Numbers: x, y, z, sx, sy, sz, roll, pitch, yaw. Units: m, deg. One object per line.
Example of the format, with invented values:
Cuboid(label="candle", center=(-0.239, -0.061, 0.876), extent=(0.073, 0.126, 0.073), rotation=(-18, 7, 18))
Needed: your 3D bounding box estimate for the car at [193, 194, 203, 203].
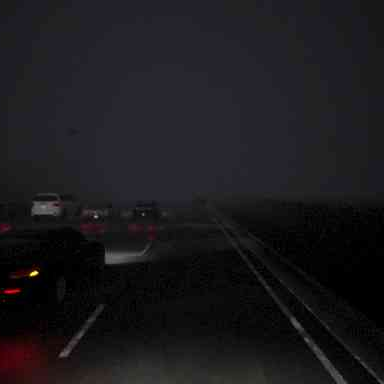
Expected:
Cuboid(label="car", center=(1.061, 1.202, 63.980), extent=(1.837, 1.490, 4.892), rotation=(0, 0, 0))

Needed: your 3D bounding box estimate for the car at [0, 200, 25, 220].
Cuboid(label="car", center=(-13.895, 1.366, 26.345), extent=(2.128, 1.511, 4.902), rotation=(0, 0, 0))

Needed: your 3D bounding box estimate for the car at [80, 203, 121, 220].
Cuboid(label="car", center=(-6.894, 1.477, 26.093), extent=(1.895, 1.301, 4.718), rotation=(0, 0, 0))

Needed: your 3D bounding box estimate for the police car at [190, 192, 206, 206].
Cuboid(label="police car", center=(1.059, 1.197, 48.090), extent=(1.930, 1.638, 5.238), rotation=(0, 0, 0))

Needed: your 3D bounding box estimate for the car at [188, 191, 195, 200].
Cuboid(label="car", center=(0.015, 0.734, 83.611), extent=(2.150, 2.045, 5.566), rotation=(0, 0, 0))

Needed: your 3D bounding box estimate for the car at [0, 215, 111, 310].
Cuboid(label="car", center=(-3.398, 1.489, 7.602), extent=(1.812, 1.442, 4.674), rotation=(0, 0, 0))

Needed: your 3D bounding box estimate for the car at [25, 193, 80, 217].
Cuboid(label="car", center=(-10.396, 1.098, 25.955), extent=(2.150, 2.045, 5.566), rotation=(0, 0, 0))

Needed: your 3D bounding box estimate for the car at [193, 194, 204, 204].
Cuboid(label="car", center=(1.061, 1.179, 58.170), extent=(1.801, 1.575, 5.366), rotation=(0, 0, 0))

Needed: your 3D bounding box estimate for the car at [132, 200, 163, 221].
Cuboid(label="car", center=(-3.394, 1.369, 25.810), extent=(2.128, 1.511, 4.902), rotation=(0, 0, 0))
